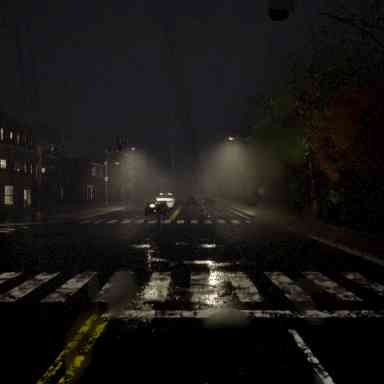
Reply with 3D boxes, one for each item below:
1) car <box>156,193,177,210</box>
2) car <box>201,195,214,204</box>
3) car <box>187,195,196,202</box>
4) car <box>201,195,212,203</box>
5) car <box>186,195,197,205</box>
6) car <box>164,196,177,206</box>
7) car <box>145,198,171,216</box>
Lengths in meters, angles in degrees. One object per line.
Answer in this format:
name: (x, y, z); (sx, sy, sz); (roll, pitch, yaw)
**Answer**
car: (-3.431, 1.207, 43.151); (2.150, 2.045, 5.566); (0, 0, 0)
car: (3.208, 1.577, 63.245); (1.895, 1.301, 4.718); (0, 0, 0)
car: (-0.168, 1.470, 73.297); (1.837, 1.490, 4.892); (0, 0, 0)
car: (3.082, 1.494, 73.250); (2.128, 1.511, 4.902); (0, 0, 0)
car: (-0.048, 1.525, 59.478); (2.033, 1.411, 5.357); (0, 0, 1)
car: (-3.448, 1.485, 53.619); (1.837, 1.490, 4.892); (0, 0, 0)
car: (-3.414, 1.554, 32.750); (1.994, 1.385, 4.181); (0, 0, 0)
